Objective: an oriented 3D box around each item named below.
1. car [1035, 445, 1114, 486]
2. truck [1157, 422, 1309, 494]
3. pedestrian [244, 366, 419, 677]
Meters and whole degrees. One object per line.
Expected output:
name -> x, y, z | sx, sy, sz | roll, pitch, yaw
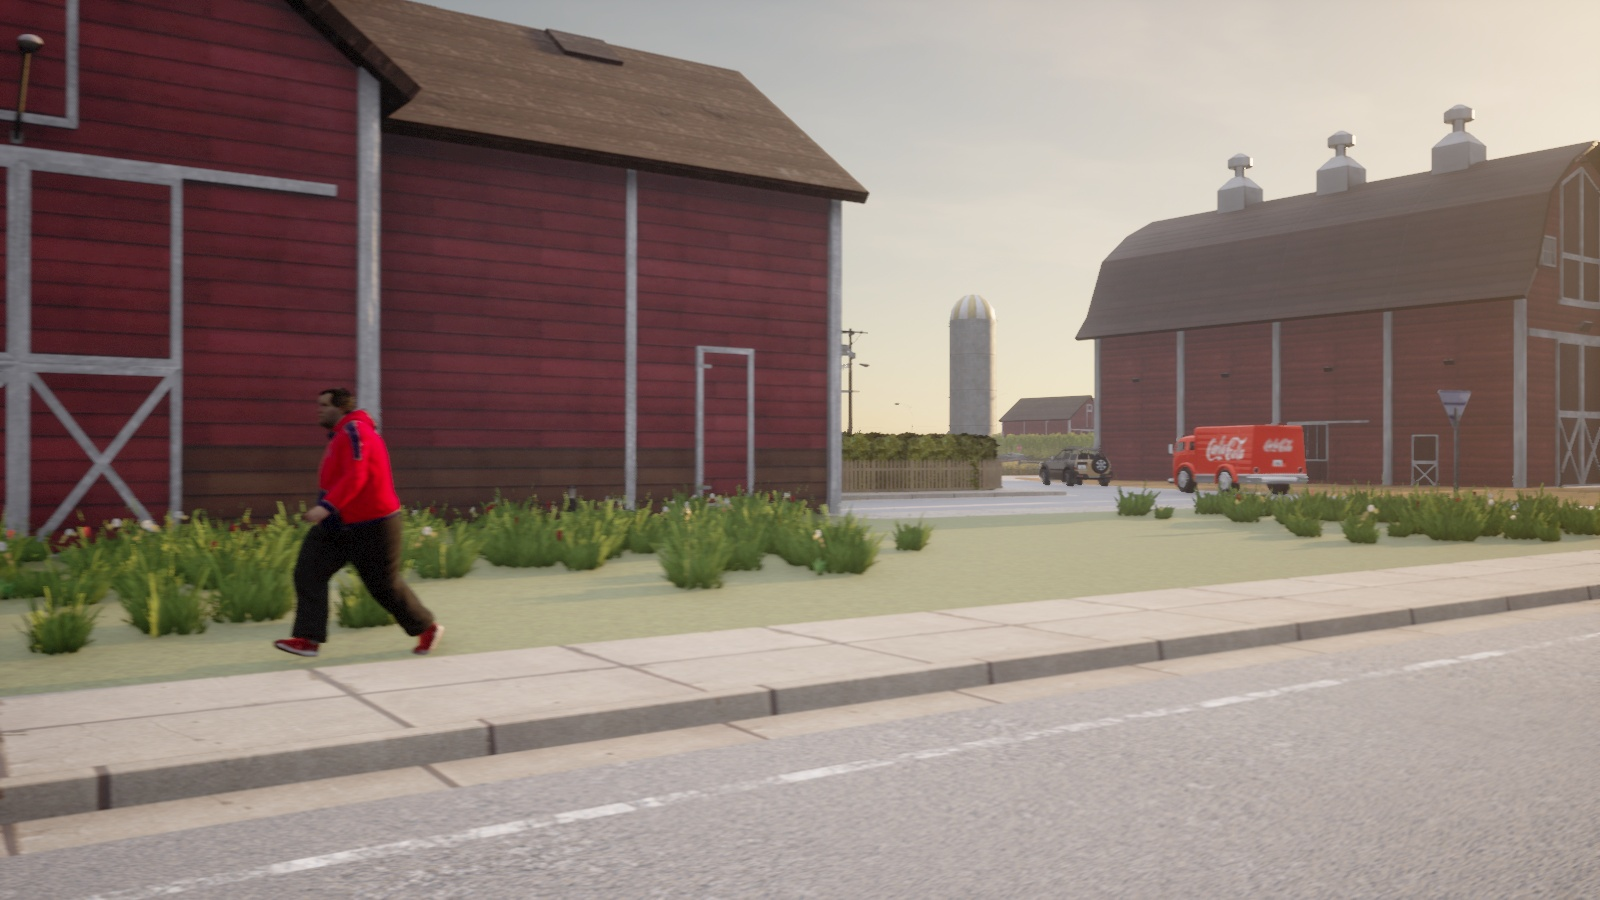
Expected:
car -> 12.663, 0.700, 58.271 | 1.932, 1.855, 4.605 | 0, 0, -10
truck -> 15.680, 0.307, 45.819 | 2.627, 2.467, 5.204 | 0, -1, -18
pedestrian -> -2.977, 0.426, 7.980 | 0.899, 1.844, 0.634 | 0, 0, -37
